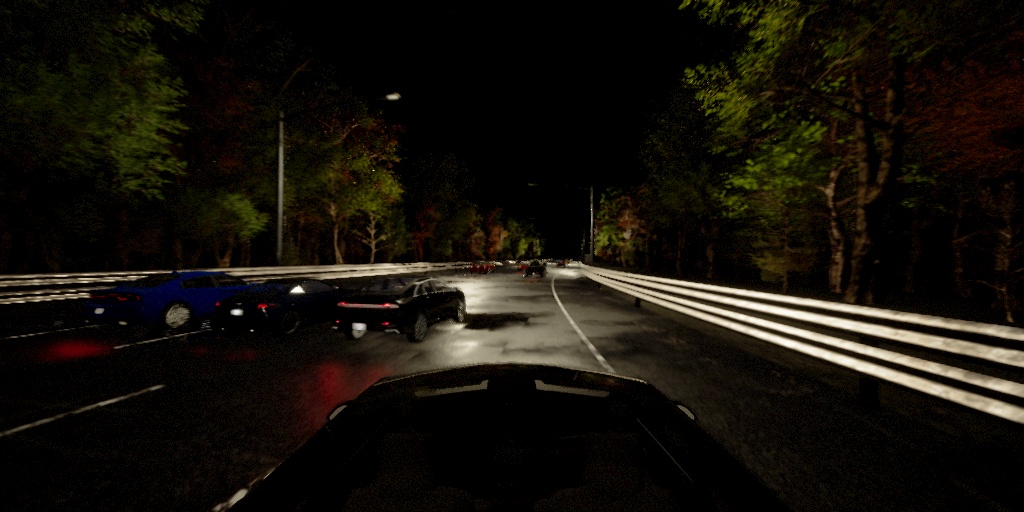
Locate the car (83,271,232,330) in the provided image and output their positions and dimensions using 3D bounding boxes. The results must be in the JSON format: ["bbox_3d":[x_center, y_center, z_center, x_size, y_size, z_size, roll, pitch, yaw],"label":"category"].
[{"bbox_3d":[-9.619,1.209,11.186,1.882,1.535,5.008,0,0,11],"label":"car"}]

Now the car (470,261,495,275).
[{"bbox_3d":[-3.529,1.345,43.596,2.097,1.767,4.553,1,0,11],"label":"car"}]

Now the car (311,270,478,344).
[{"bbox_3d":[-2.744,1.285,9.883,2.128,1.511,4.902,0,0,11],"label":"car"}]

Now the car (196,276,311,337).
[{"bbox_3d":[-6.184,1.330,10.506,1.994,1.385,4.181,1,0,11],"label":"car"}]

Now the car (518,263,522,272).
[{"bbox_3d":[2.137,1.714,54.835,1.895,1.301,4.718,0,0,11],"label":"car"}]

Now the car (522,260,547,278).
[{"bbox_3d":[2.622,1.528,38.447,1.837,1.490,4.892,0,0,11],"label":"car"}]
